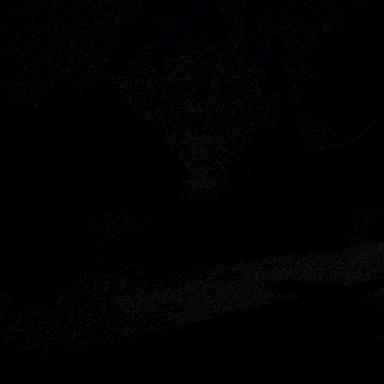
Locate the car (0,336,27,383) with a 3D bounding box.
[{"bbox_3d":[-2.740,1.330,0.817,4.553,1.767,2.097,1,0,-35],"label":"car"}]
